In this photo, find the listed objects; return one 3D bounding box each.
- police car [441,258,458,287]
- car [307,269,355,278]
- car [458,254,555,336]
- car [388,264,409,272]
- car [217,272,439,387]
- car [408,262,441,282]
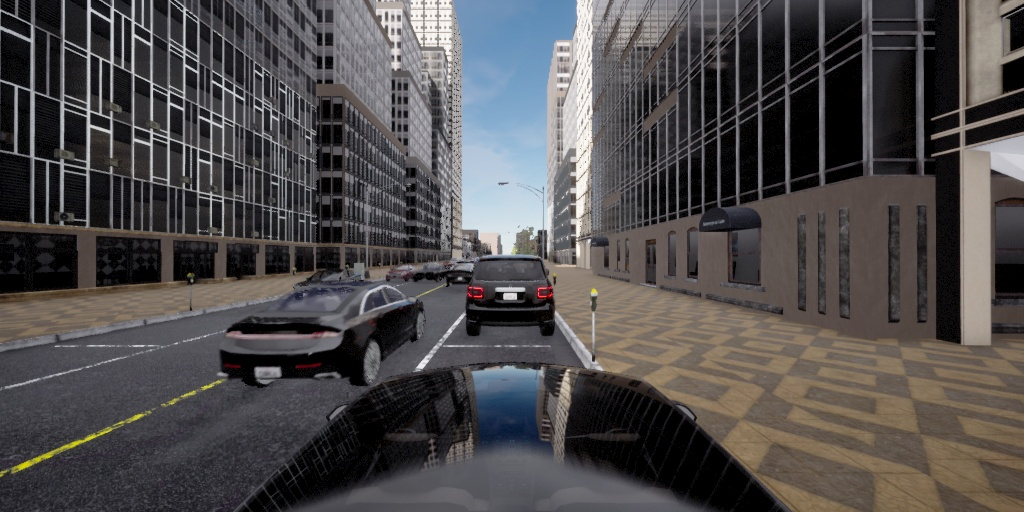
[{"bbox_3d":[-3.147,1.170,24.247,1.930,1.638,5.238,0,0,0],"label":"police car"},{"bbox_3d":[-8.836,1.313,17.650,1.948,1.339,4.313,0,0,0],"label":"car"},{"bbox_3d":[-0.039,0.977,10.529,2.150,2.045,5.566,0,0,0],"label":"car"},{"bbox_3d":[-8.835,1.325,29.033,1.802,1.307,4.207,0,0,0],"label":"car"},{"bbox_3d":[-3.049,1.241,6.908,2.128,1.511,4.902,0,0,0],"label":"car"},{"bbox_3d":[-6.245,1.344,27.773,1.895,1.301,4.718,0,0,0],"label":"car"}]
